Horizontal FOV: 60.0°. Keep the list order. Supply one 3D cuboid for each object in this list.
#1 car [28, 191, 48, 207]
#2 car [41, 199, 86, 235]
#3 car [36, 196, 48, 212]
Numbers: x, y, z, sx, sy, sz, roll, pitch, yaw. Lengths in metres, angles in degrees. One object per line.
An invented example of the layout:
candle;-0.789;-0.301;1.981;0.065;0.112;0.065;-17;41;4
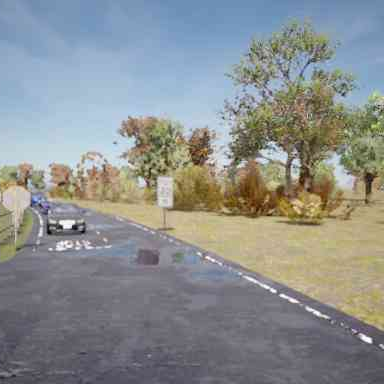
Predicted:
car;-20.919;0.878;44.967;2.150;2.045;5.566;0;0;-32
car;-6.931;1.365;18.122;2.128;1.511;4.902;0;1;-24
car;-13.577;1.368;32.058;1.895;1.301;4.718;0;0;-28
